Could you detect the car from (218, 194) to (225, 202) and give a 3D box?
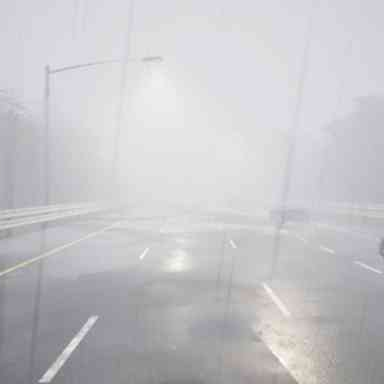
[{"bbox_3d":[7.195,1.519,72.273,1.812,1.442,4.674,0,0,0],"label":"car"}]

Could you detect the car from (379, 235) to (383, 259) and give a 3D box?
[{"bbox_3d":[7.003,1.505,8.883,1.837,1.490,4.892,0,0,0],"label":"car"}]

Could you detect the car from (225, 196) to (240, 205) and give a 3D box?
[{"bbox_3d":[7.136,1.531,56.836,1.812,1.442,4.674,0,0,0],"label":"car"}]

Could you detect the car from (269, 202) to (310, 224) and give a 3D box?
[{"bbox_3d":[7.027,1.494,24.435,1.882,1.535,5.008,0,0,0],"label":"car"}]
